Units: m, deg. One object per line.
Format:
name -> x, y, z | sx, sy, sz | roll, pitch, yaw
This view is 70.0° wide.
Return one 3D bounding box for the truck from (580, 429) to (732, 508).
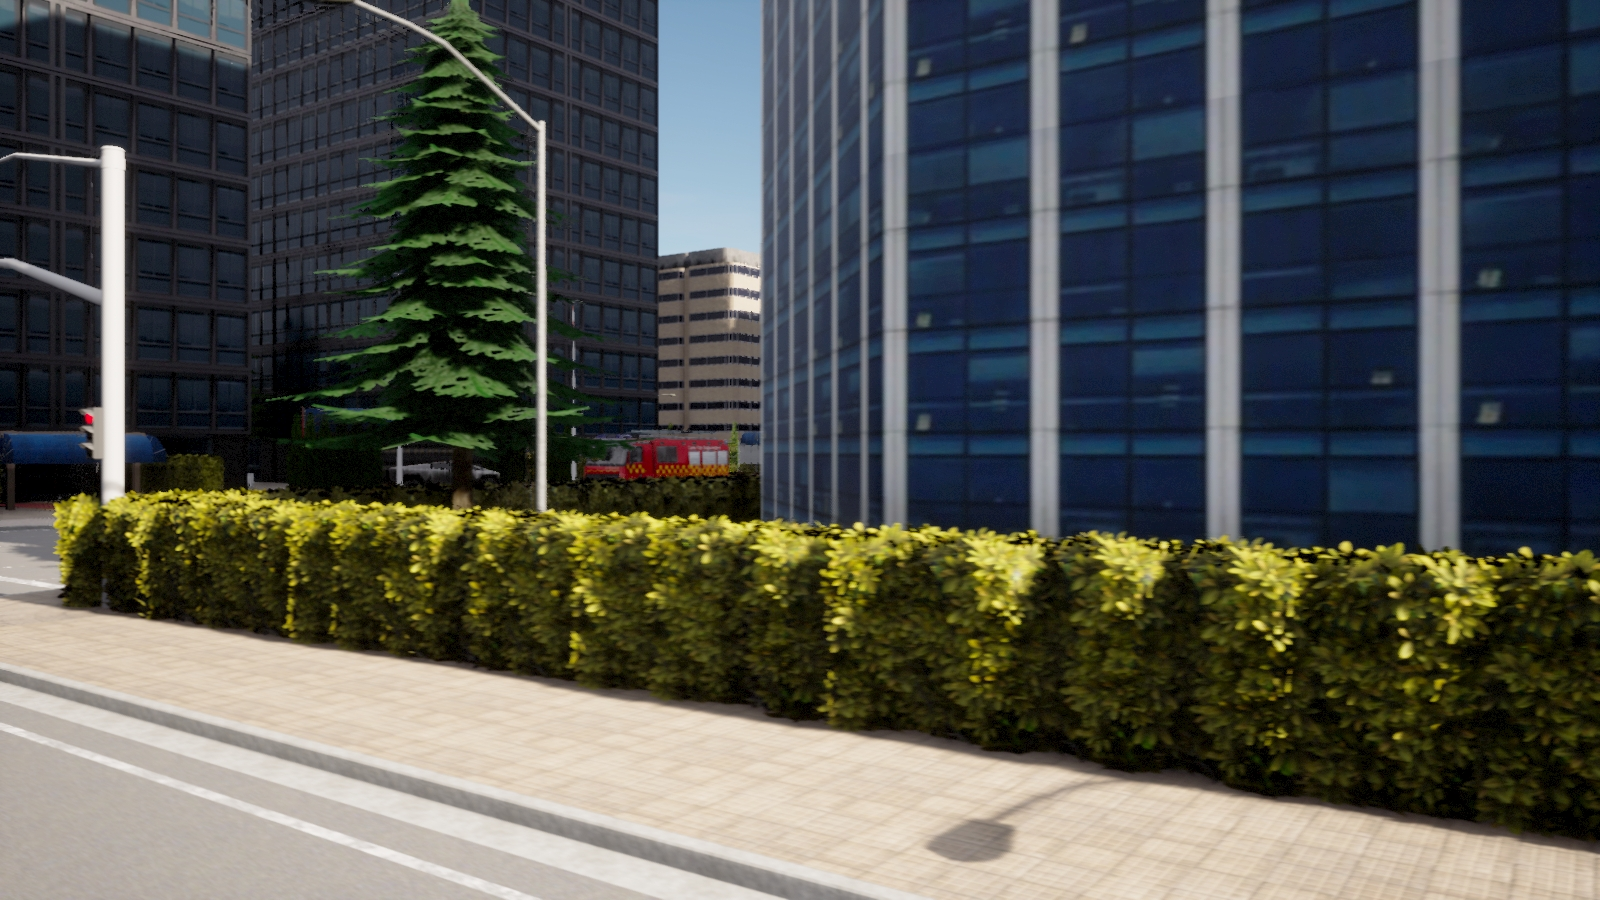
truck -> -7.263, 0.891, 59.109 | 2.891, 3.827, 8.468 | 0, 0, 35
